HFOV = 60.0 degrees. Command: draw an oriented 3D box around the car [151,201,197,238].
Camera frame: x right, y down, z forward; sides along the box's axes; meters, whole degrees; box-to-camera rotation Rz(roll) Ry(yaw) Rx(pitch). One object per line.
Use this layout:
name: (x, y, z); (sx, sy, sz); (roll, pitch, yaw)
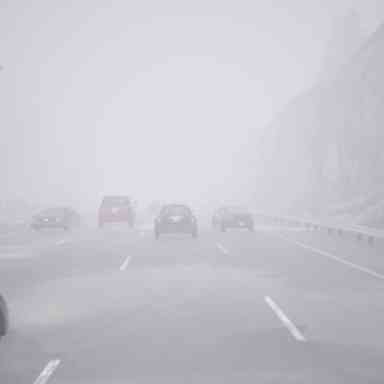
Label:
car: (-0.952, 1.358, 17.981); (2.097, 1.767, 4.553); (0, 0, -5)

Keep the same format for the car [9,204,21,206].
car: (-23.963, 1.588, 45.852); (1.812, 1.442, 4.674); (0, 0, -14)

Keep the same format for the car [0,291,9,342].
car: (-3.522, 1.513, 2.842); (1.837, 1.490, 4.892); (0, 0, -1)

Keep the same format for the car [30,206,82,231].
car: (-8.226, 1.570, 20.593); (2.033, 1.411, 5.357); (0, 0, -7)

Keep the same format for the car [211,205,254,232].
car: (2.367, 1.525, 19.971); (1.812, 1.442, 4.674); (0, 0, -6)

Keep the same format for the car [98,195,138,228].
car: (-4.984, 1.238, 22.728); (2.150, 2.045, 5.566); (0, 0, -7)

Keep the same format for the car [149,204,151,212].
car: (-3.699, 1.617, 36.499); (1.895, 1.301, 4.718); (0, 0, -11)
